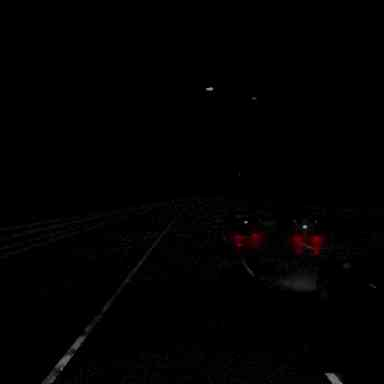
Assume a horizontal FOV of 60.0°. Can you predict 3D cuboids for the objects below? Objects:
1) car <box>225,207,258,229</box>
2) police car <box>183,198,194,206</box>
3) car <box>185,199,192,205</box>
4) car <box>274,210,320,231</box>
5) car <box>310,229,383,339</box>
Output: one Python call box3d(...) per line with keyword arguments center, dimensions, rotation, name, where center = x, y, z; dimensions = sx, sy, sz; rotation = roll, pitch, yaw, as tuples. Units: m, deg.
box3d(center=(3.601, 1.849, 24.604), dimensions=(2.128, 1.511, 4.902), rotation=(0, -1, 0), name="car")
box3d(center=(-1.044, 2.590, 80.542), dimensions=(1.930, 1.638, 5.238), rotation=(0, -1, 0), name="police car")
box3d(center=(-1.015, 2.785, 90.430), dimensions=(1.882, 1.535, 5.008), rotation=(0, -1, 0), name="car")
box3d(center=(7.101, 1.937, 23.124), dimensions=(1.895, 1.301, 4.718), rotation=(0, -1, 0), name="car")
box3d(center=(3.599, 1.604, 5.284), dimensions=(1.812, 1.442, 4.674), rotation=(0, -1, 0), name="car")
